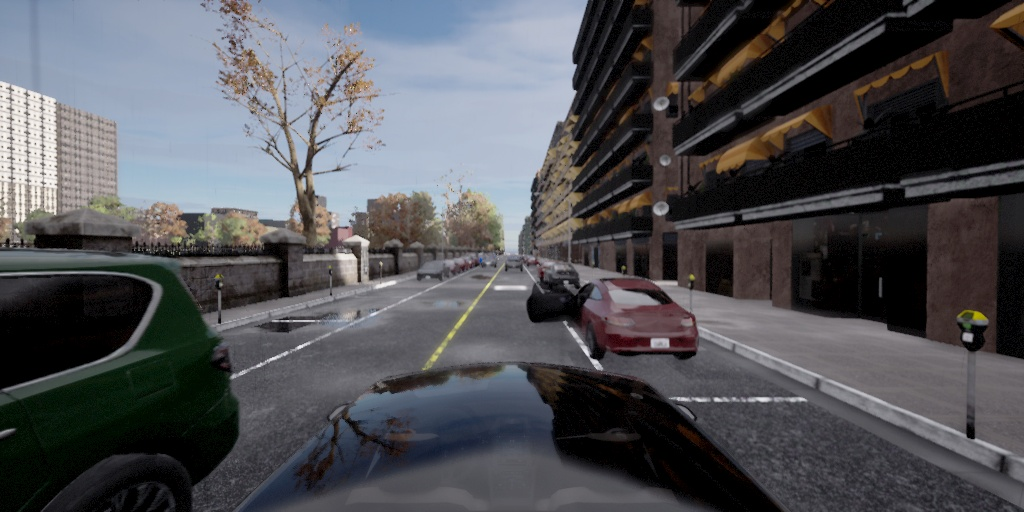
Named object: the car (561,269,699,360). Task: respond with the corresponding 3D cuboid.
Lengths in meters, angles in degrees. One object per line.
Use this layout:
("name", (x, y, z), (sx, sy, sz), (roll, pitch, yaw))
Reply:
("car", (2.373, 1.200, 8.027), (1.812, 1.442, 4.674), (0, 1, 0))

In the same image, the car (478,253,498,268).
("car", (-2.843, 0.744, 45.701), (2.128, 1.511, 4.902), (0, 1, 0))

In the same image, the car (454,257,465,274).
("car", (-5.583, 0.975, 31.767), (1.802, 1.307, 4.207), (0, 0, 0))

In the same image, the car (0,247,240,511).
("car", (-3.106, 0.988, 0.339), (2.150, 2.045, 5.566), (0, 1, 0))

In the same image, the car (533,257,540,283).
("car", (2.778, 1.005, 26.106), (1.888, 1.381, 4.507), (0, 0, 0))

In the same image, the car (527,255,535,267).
("car", (2.859, 0.791, 48.622), (1.802, 1.307, 4.207), (0, 0, 0))

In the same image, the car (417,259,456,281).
("car", (-5.603, 1.025, 26.137), (1.948, 1.339, 4.313), (0, 0, 0))

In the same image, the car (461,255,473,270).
("car", (-5.562, 0.873, 37.394), (1.888, 1.381, 4.507), (0, 0, 0))

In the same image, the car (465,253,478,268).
("car", (-5.541, 0.707, 43.022), (1.967, 1.591, 4.097), (0, 0, 0))

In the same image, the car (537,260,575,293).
("car", (2.757, 1.077, 20.476), (2.007, 1.370, 4.403), (0, 0, 0))

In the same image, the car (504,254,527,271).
("car", (0.207, 0.812, 38.030), (2.128, 1.511, 4.902), (0, 1, 1))
